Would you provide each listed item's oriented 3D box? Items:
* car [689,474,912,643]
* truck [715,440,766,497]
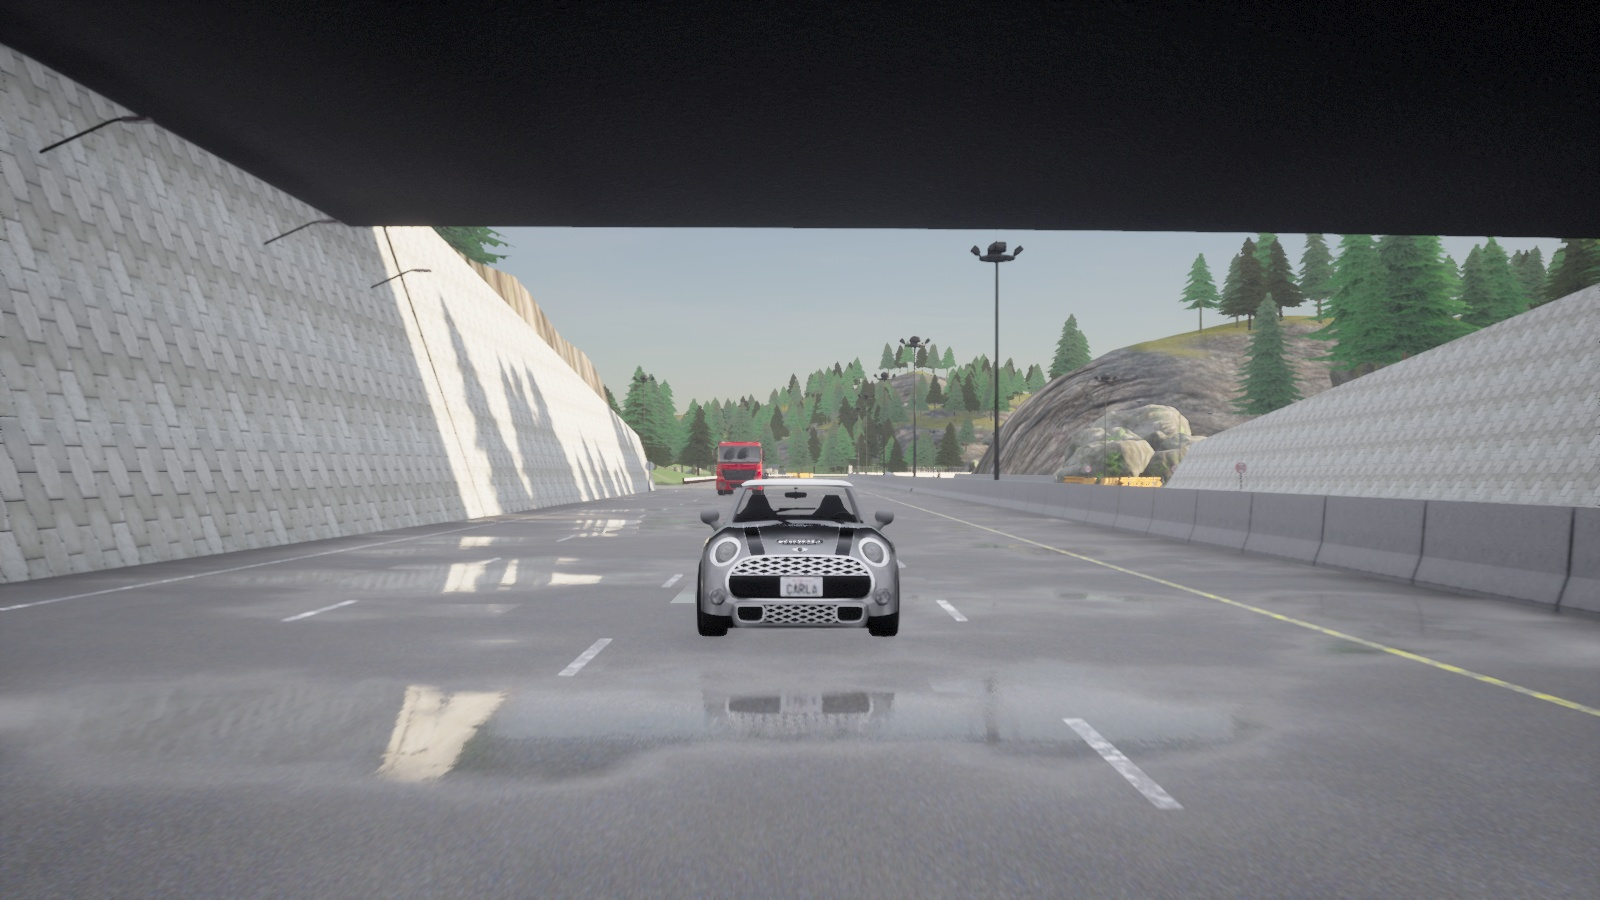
[{"bbox_3d":[-0.025,0.998,13.032,1.970,1.475,3.806,0,-1,-1],"label":"car"},{"bbox_3d":[-3.771,1.209,81.342,2.891,3.462,7.936,0,-1,0],"label":"truck"}]
